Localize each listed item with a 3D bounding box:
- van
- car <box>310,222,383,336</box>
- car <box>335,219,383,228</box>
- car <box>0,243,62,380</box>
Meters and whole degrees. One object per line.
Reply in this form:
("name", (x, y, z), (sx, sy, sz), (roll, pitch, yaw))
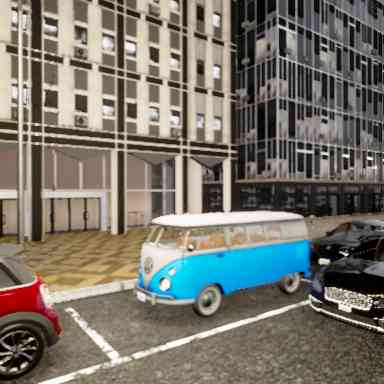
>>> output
("van", (0.811, 1.340, 7.145), (3.998, 1.788, 1.690), (0, 0, -36))
("car", (4.293, 1.503, 6.445), (4.892, 1.490, 1.837), (0, 0, -36))
("car", (5.446, 1.563, 10.453), (4.313, 1.339, 1.947), (0, 0, -36))
("car", (-3.820, 1.440, 3.838), (4.097, 1.590, 1.967), (0, 0, -36))
